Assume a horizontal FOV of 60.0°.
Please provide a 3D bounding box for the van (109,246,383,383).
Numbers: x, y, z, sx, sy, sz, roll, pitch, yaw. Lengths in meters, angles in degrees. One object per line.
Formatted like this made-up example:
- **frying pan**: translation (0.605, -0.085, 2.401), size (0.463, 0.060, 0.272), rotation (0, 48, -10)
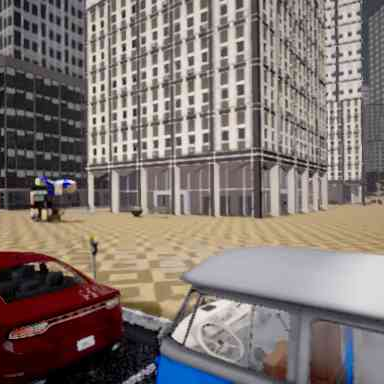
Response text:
- **van**: translation (1.545, 1.337, 1.922), size (3.998, 1.788, 1.690), rotation (-1, -1, 35)

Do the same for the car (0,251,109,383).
- **car**: translation (-3.019, 1.591, 5.056), size (4.507, 1.381, 1.887), rotation (-1, -1, 35)
